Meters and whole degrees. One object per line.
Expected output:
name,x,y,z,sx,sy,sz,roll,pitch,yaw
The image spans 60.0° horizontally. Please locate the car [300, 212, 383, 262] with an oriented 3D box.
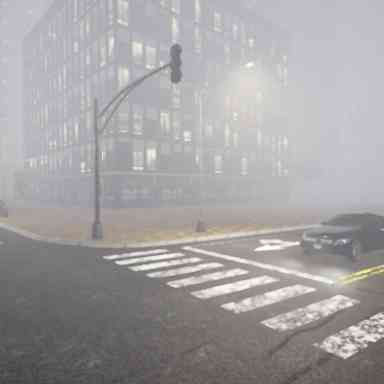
car,5.912,1.489,12.121,4.674,1.442,1.812,0,0,-37
